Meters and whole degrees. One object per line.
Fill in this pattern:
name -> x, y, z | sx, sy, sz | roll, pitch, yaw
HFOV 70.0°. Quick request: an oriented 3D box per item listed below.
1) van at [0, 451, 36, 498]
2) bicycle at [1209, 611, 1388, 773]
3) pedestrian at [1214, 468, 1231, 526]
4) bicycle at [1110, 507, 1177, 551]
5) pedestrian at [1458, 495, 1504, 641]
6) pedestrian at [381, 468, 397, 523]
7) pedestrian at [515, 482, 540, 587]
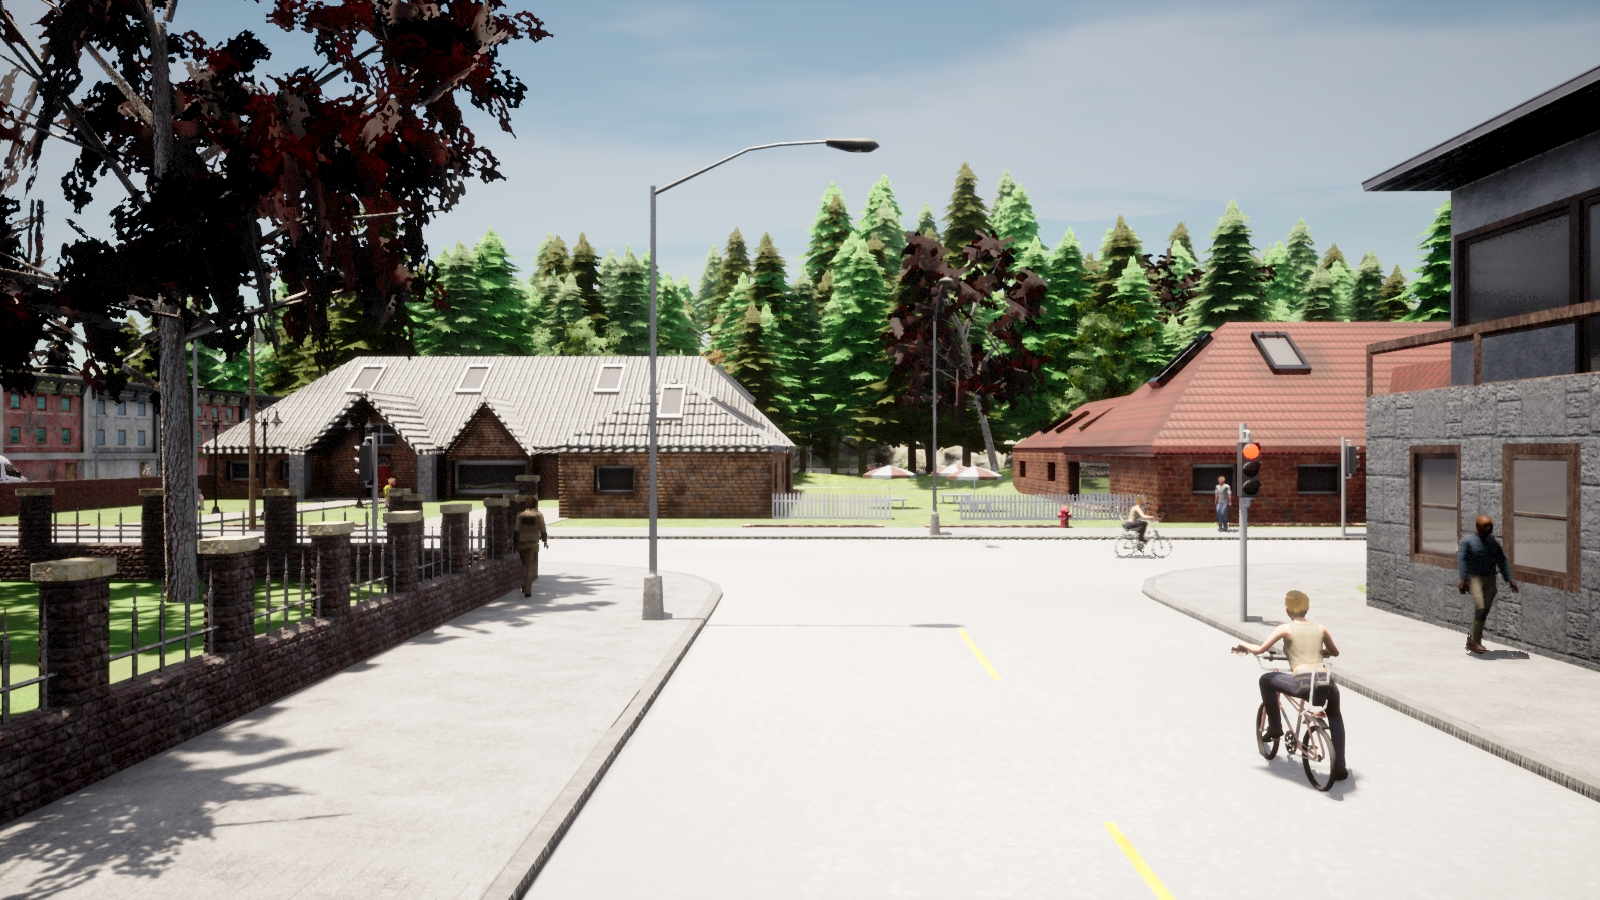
van -> -44.036, 1.314, 61.340 | 1.988, 2.561, 5.915 | 0, 0, 2
bicycle -> 4.247, 2.036, 9.857 | 0.859, 1.080, 1.487 | 0, 0, -2
pedestrian -> 13.825, 1.524, 37.400 | 0.375, 1.860, 0.375 | 0, 0, -38
bicycle -> 8.898, 2.036, 29.621 | 1.487, 1.080, 0.859 | 0, 0, 1
pedestrian -> 8.843, 1.516, 14.844 | 0.375, 1.860, 0.375 | 0, 0, 1
pedestrian -> -13.806, 1.524, 38.391 | 0.375, 1.860, 0.375 | 0, 0, 2
pedestrian -> -4.933, 1.523, 20.701 | 0.375, 1.860, 0.375 | 0, 0, -2
